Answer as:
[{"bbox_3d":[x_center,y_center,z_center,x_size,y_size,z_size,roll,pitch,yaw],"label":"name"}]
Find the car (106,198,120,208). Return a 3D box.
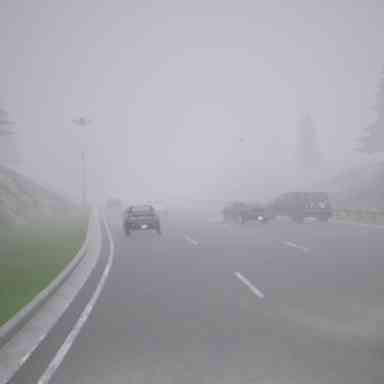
[{"bbox_3d":[-11.541,1.559,48.978,1.882,1.535,5.008,-1,0,-17],"label":"car"}]

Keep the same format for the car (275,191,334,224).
[{"bbox_3d":[7.121,0.962,22.674,2.150,2.045,5.566,-1,0,-17],"label":"car"}]

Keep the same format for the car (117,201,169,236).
[{"bbox_3d":[-2.912,1.486,18.707,2.128,1.511,4.902,-1,0,-14],"label":"car"}]

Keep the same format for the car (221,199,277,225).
[{"bbox_3d":[3.479,1.333,22.429,1.837,1.490,4.892,-1,0,-16],"label":"car"}]

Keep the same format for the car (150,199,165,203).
[{"bbox_3d":[-3.722,1.477,34.748,1.812,1.442,4.674,-1,0,-16],"label":"car"}]
